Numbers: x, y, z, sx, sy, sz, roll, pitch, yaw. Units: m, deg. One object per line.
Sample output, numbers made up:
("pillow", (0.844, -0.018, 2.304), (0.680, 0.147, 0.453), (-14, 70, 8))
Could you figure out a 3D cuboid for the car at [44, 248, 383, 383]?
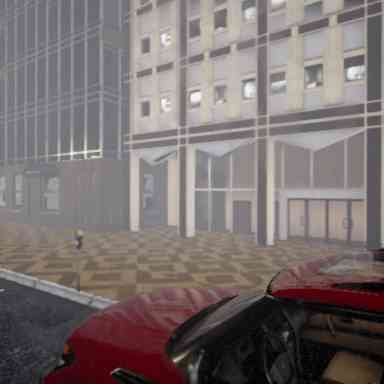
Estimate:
("car", (1.220, 1.315, 2.009), (5.009, 1.841, 2.192), (1, 0, 35))
